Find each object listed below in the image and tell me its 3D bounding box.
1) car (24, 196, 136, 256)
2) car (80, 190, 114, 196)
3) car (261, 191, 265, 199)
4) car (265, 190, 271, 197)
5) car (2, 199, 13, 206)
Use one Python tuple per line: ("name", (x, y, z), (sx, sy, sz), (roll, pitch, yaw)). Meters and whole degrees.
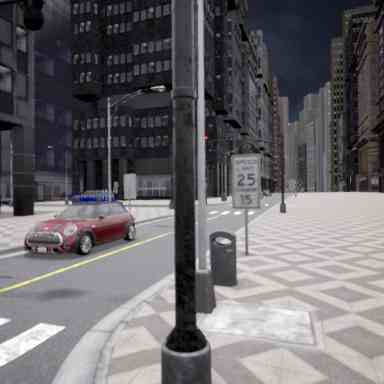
("car", (-4.002, 1.193, 12.595), (2.097, 1.767, 4.553), (-1, 1, 19))
("car", (-12.394, 0.794, 41.674), (5.566, 2.045, 2.150), (0, 0, 19))
("car", (10.549, 0.548, 55.299), (1.837, 1.490, 4.892), (-1, 1, 19))
("car", (15.376, 0.372, 69.202), (1.994, 1.385, 4.181), (-1, 1, 19))
("car", (-25.338, 1.269, 42.736), (4.718, 1.301, 1.895), (0, 0, 19))
